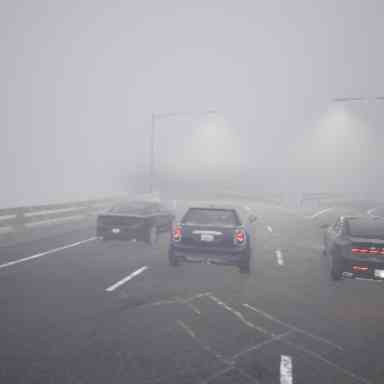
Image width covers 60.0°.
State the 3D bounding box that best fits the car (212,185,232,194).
[{"bbox_3d":[4.925,-0.045,54.459,2.150,2.045,5.566,1,1,-11],"label":"car"}]

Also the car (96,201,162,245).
[{"bbox_3d":[-2.004,1.083,13.445,1.882,1.535,5.008,2,1,12],"label":"car"}]

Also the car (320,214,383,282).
[{"bbox_3d":[4.665,1.372,9.033,1.837,1.490,4.892,2,1,19],"label":"car"}]

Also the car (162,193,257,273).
[{"bbox_3d":[0.856,1.103,10.216,2.097,1.767,4.553,2,1,13],"label":"car"}]
